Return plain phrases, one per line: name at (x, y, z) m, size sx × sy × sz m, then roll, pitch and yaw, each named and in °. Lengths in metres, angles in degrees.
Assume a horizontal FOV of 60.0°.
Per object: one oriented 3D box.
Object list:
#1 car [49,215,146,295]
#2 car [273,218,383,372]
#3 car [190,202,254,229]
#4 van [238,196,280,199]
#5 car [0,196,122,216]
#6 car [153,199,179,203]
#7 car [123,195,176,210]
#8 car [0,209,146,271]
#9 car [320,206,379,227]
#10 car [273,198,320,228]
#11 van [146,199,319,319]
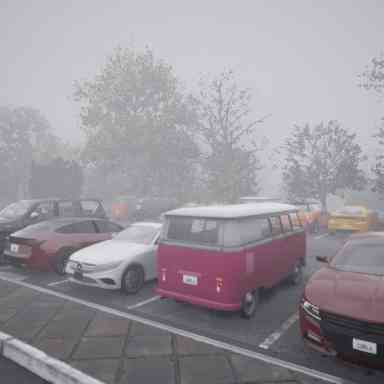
car at (-1.091, 1.533, 9.057) m, size 2.002 × 1.452 × 4.674 m, roll 0°, pitch 0°, yaw 36°
car at (3.423, 1.486, 5.823) m, size 2.097 × 1.535 × 5.008 m, roll 0°, pitch 0°, yaw 36°
car at (2.187, 1.501, 22.792) m, size 2.231 × 1.521 × 4.892 m, roll 0°, pitch 0°, yaw 36°
van at (4.510, 1.270, 21.277) m, size 1.878 × 1.987 × 4.442 m, roll 0°, pitch 0°, yaw 36°
car at (-5.621, 1.249, 12.268) m, size 2.435 × 2.045 × 5.566 m, roll 0°, pitch 0°, yaw 36°
car at (-0.166, 1.502, 24.259) m, size 1.946 × 1.575 × 5.366 m, roll 0°, pitch 0°, yaw 36°
car at (-2.293, 1.264, 26.047) m, size 2.435 × 2.045 × 5.566 m, roll -1°, pitch 0°, yaw 36°
car at (-3.330, 1.526, 10.696) m, size 2.163 × 1.488 × 4.792 m, roll 0°, pitch 0°, yaw 36°
car at (8.839, 1.489, 18.021) m, size 2.097 × 1.535 × 5.008 m, roll 0°, pitch 0°, yaw 36°
car at (6.674, 1.367, 19.542) m, size 2.185 × 1.767 × 4.553 m, roll 0°, pitch 0°, yaw 36°
van at (1.231, 1.264, 7.532) m, size 1.878 × 1.987 × 4.442 m, roll 0°, pitch 0°, yaw 36°
